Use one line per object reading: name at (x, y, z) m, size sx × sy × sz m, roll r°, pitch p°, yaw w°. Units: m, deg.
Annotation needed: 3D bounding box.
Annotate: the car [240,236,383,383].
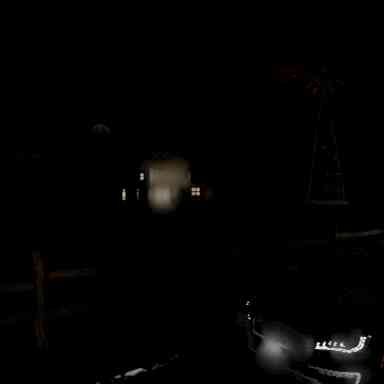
car at (2.889, 1.504, 5.142) m, size 4.892 × 1.490 × 1.837 m, roll 0°, pitch 0°, yaw -36°
